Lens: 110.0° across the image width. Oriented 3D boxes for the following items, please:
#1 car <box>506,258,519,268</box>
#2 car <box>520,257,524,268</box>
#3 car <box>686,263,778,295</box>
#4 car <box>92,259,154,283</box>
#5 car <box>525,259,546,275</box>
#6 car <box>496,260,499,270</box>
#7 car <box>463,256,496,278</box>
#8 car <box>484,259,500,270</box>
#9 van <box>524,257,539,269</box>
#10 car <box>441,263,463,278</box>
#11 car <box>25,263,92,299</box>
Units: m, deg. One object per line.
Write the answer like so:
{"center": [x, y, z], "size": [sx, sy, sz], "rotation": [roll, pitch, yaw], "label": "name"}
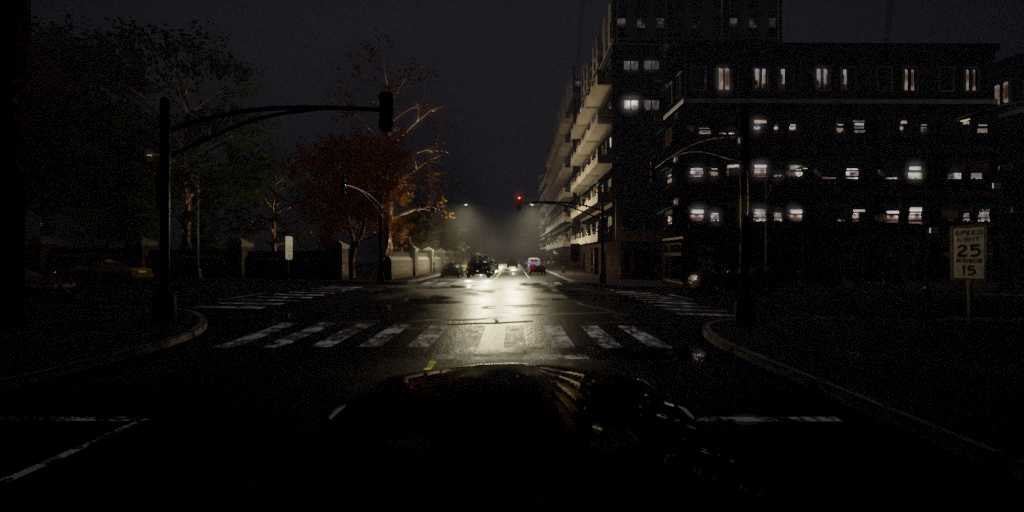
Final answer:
{"center": [0.093, 1.304, 62.667], "size": [1.837, 1.490, 4.892], "rotation": [0, 0, 0], "label": "car"}
{"center": [2.775, 1.230, 56.884], "size": [1.967, 1.591, 4.097], "rotation": [0, 0, 0], "label": "car"}
{"center": [13.480, 1.353, 22.005], "size": [5.009, 1.841, 2.192], "rotation": [0, 0, 0], "label": "car"}
{"center": [-24.713, 0.883, 21.700], "size": [4.829, 1.417, 1.751], "rotation": [0, 0, 0], "label": "car"}
{"center": [2.749, 1.314, 39.993], "size": [1.888, 1.381, 4.507], "rotation": [0, 0, 0], "label": "car"}
{"center": [-3.032, 1.322, 44.914], "size": [2.033, 1.411, 5.357], "rotation": [0, 0, 0], "label": "car"}
{"center": [-3.036, 0.986, 34.662], "size": [2.150, 2.045, 5.566], "rotation": [0, 0, 1], "label": "car"}
{"center": [-3.008, 1.279, 55.013], "size": [2.128, 1.511, 4.902], "rotation": [0, 0, 0], "label": "car"}
{"center": [2.758, 1.116, 45.623], "size": [1.690, 1.789, 3.998], "rotation": [0, 0, 0], "label": "van"}
{"center": [-5.640, 1.330, 34.376], "size": [1.948, 1.339, 4.313], "rotation": [0, 0, 0], "label": "car"}
{"center": [-18.945, 1.007, 13.365], "size": [4.207, 1.307, 1.802], "rotation": [0, 0, 0], "label": "car"}
